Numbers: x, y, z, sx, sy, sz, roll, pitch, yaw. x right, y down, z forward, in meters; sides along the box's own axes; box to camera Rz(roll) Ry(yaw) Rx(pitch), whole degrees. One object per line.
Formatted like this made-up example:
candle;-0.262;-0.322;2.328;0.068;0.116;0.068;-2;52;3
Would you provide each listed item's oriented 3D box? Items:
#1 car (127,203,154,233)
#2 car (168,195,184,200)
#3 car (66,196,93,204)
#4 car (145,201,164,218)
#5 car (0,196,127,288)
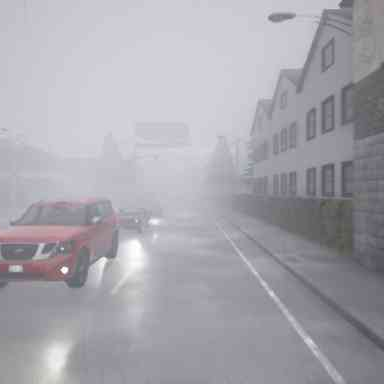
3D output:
car;-3.594;1.568;19.363;1.895;1.301;4.718;0;0;0
car;-3.995;1.365;84.286;4.181;1.385;1.994;-2;-1;28
car;-22.167;1.553;65.559;4.611;1.667;2.242;0;0;0
car;-3.553;1.513;29.326;1.994;1.385;4.181;0;0;1
car;-3.599;1.207;9.561;2.150;2.045;5.566;0;0;0
